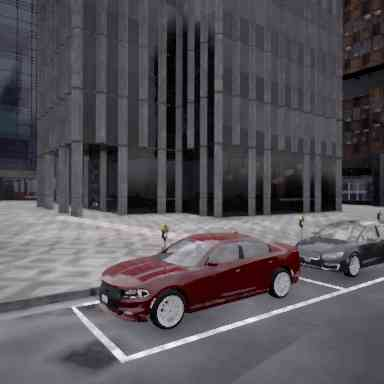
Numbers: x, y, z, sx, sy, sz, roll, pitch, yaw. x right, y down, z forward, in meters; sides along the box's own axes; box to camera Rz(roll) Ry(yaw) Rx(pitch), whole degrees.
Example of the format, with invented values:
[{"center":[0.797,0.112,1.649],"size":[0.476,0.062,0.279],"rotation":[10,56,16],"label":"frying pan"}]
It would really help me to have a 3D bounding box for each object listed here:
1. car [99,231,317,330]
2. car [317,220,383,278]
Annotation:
[{"center":[0.359,1.548,6.900],"size":[4.507,1.381,1.887],"rotation":[0,0,-35],"label":"car"},{"center":[4.856,1.562,10.110],"size":[4.403,1.369,2.008],"rotation":[0,0,-35],"label":"car"}]
